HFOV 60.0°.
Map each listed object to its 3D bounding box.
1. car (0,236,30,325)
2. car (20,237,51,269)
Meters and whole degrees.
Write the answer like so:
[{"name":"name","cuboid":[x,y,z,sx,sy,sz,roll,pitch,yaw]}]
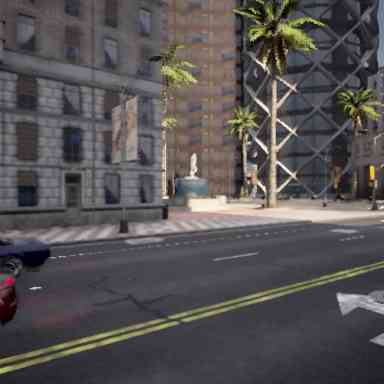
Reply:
[{"name":"car","cuboid":[-4.863,1.566,4.802,4.181,1.385,1.994,0,0,-35]},{"name":"car","cuboid":[-6.163,1.597,8.175,4.718,1.301,1.895,0,0,-35]}]
